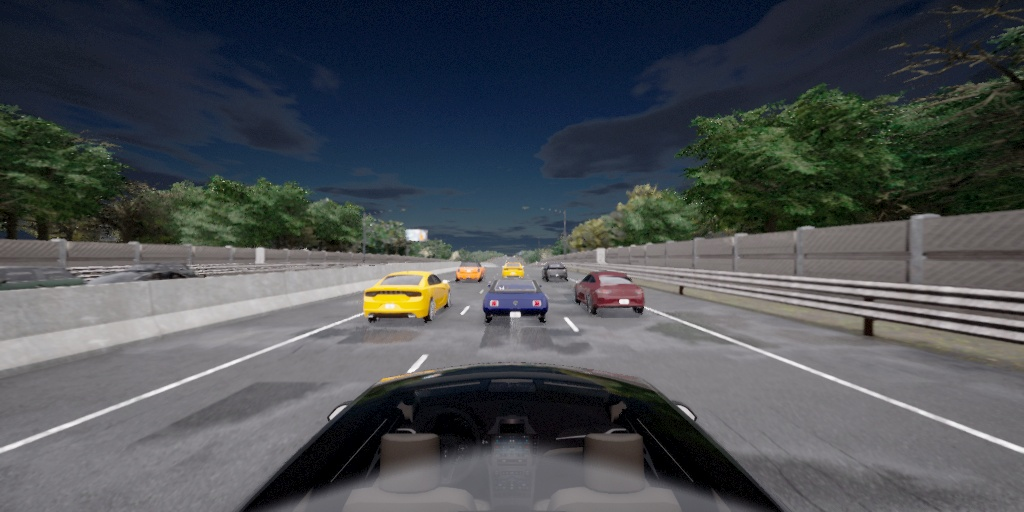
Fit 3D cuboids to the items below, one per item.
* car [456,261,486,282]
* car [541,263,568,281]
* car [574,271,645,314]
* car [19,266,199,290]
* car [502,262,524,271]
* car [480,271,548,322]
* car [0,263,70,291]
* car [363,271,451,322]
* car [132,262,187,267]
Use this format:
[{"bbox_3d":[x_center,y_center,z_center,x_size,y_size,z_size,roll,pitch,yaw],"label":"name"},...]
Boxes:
[{"bbox_3d":[-3.398,1.200,30.288,2.097,1.767,4.553,0,0,0],"label":"car"},{"bbox_3d":[3.602,1.343,30.920,2.128,1.511,4.902,0,0,0],"label":"car"},{"bbox_3d":[3.601,1.312,13.807,1.812,1.442,4.674,0,0,0],"label":"car"},{"bbox_3d":[-14.100,1.289,13.421,1.837,1.490,4.892,0,0,0],"label":"car"},{"bbox_3d":[0.102,1.340,33.403,1.882,1.535,5.008,0,0,0],"label":"car"},{"bbox_3d":[0.100,1.382,12.383,1.895,1.301,4.718,0,0,0],"label":"car"},{"bbox_3d":[-17.600,1.131,12.103,2.097,1.767,4.553,0,0,0],"label":"car"},{"bbox_3d":[-3.389,1.258,12.457,1.882,1.535,5.008,0,0,0],"label":"car"},{"bbox_3d":[-21.097,1.164,20.932,2.097,1.767,4.553,0,0,0],"label":"car"}]
